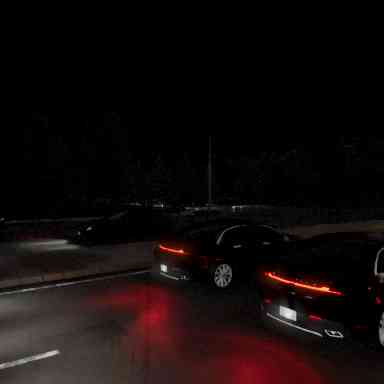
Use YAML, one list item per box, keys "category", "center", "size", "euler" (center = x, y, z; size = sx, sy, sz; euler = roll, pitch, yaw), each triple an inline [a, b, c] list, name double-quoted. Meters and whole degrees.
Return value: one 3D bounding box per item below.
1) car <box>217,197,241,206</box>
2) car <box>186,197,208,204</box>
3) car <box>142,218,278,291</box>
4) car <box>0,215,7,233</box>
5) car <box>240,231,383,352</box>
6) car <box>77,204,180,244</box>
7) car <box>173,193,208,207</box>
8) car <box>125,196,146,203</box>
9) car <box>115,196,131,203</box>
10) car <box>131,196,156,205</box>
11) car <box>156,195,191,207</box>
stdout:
- category: "car"
  center: [6.124, 1.526, 55.603]
  size: [1.812, 1.442, 4.674]
  euler: [0, 0, -35]
- category: "car"
  center: [0.910, 1.601, 63.065]
  size: [1.895, 1.301, 4.718]
  euler: [0, 0, -35]
- category: "car"
  center: [1.336, 1.505, 9.049]
  size: [4.892, 1.490, 1.837]
  euler: [0, 0, -35]
- category: "car"
  center: [-10.947, 1.491, 14.608]
  size: [4.902, 1.511, 2.128]
  euler: [0, 0, -35]
- category: "car"
  center: [3.368, 1.505, 6.200]
  size: [4.892, 1.490, 1.837]
  euler: [0, 0, -35]
- category: "car"
  center: [-3.051, 1.526, 15.937]
  size: [4.674, 1.442, 1.812]
  euler: [0, 0, -35]
- category: "car"
  center: [-0.105, 1.221, 52.242]
  size: [2.150, 2.045, 5.566]
  euler: [0, 0, -36]
- category: "car"
  center: [-11.764, 1.540, 69.062]
  size: [2.033, 1.411, 5.357]
  euler: [0, 0, -35]
- category: "car"
  center: [-14.131, 1.491, 66.311]
  size: [2.128, 1.511, 4.902]
  euler: [0, 0, -35]
- category: "car"
  center: [-8.360, 1.601, 57.968]
  size: [1.895, 1.301, 4.718]
  euler: [0, 0, -35]
- category: "car"
  center: [-2.869, 1.547, 50.104]
  size: [2.033, 1.411, 5.357]
  euler: [0, 0, -35]
